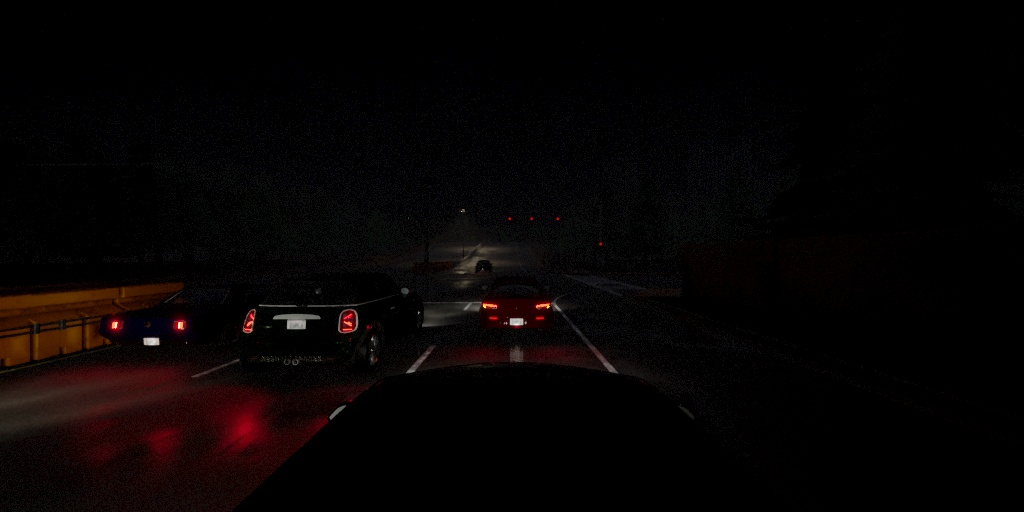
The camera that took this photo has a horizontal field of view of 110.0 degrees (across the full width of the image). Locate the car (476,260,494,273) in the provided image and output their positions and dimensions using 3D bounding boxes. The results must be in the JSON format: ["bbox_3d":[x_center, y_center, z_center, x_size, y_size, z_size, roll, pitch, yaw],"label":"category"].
[{"bbox_3d":[-3.397,1.255,44.120,1.837,1.490,4.892,0,0,0],"label":"car"}]

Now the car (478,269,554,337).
[{"bbox_3d":[0.100,1.276,10.164,1.812,1.442,4.674,0,0,0],"label":"car"}]

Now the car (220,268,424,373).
[{"bbox_3d":[-3.398,1.102,7.775,2.097,1.767,4.553,0,0,0],"label":"car"}]

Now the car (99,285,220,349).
[{"bbox_3d":[-6.900,1.351,9.090,1.895,1.301,4.718,0,0,0],"label":"car"}]
